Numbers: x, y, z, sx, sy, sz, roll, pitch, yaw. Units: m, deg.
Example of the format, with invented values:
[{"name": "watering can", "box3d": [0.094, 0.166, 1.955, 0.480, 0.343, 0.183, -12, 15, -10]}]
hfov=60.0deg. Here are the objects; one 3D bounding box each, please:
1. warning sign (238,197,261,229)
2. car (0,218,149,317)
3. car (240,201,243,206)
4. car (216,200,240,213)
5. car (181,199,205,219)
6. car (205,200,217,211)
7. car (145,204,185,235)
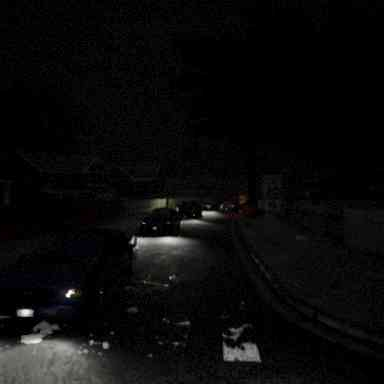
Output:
[{"name": "warning sign", "box3d": [3.635, 1.307, 21.197, 1.300, 1.860, 1.060, 3, 2, 6]}, {"name": "car", "box3d": [-2.611, 1.607, 8.085, 2.033, 1.411, 5.357, 0, 0, 2]}, {"name": "car", "box3d": [7.151, 2.006, 53.517, 2.033, 1.411, 5.357, 1, 0, 16]}, {"name": "car", "box3d": [4.788, 1.911, 43.530, 1.812, 1.442, 4.674, 0, 0, 13]}, {"name": "car", "box3d": [-0.282, 1.615, 32.070, 2.097, 1.767, 4.553, 0, 0, 9]}, {"name": "car", "box3d": [2.909, 1.893, 48.121, 2.128, 1.511, 4.902, 0, 0, 14]}, {"name": "car", "box3d": [-1.792, 1.683, 20.249, 1.812, 1.442, 4.674, 0, 0, 5]}]
